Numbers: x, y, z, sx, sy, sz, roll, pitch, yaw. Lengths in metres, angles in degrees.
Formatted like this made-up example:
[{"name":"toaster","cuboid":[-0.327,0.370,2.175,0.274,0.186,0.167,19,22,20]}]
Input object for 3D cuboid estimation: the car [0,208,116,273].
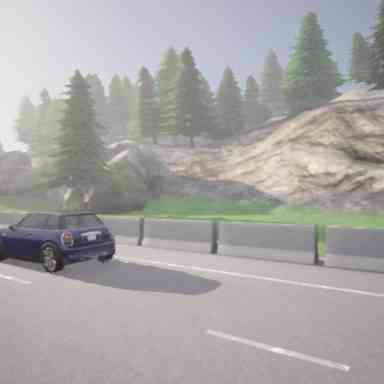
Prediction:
[{"name":"car","cuboid":[-4.686,1.383,10.982,4.553,1.767,2.097,-1,0,35]}]
